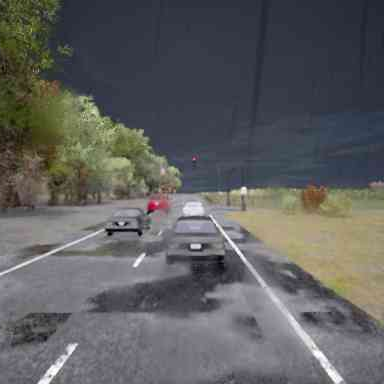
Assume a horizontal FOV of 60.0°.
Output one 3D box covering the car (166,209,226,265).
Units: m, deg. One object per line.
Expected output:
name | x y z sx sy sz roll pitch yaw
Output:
car | 0.106 1.558 11.706 2.033 1.411 5.357 0 0 0

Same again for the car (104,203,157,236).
car | -3.391 1.563 18.488 2.033 1.411 5.357 0 0 0

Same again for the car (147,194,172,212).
car | -3.382 1.251 34.765 2.150 2.045 5.566 0 0 0

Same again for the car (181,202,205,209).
car | 0.099 1.549 27.825 1.812 1.442 4.674 0 0 0
